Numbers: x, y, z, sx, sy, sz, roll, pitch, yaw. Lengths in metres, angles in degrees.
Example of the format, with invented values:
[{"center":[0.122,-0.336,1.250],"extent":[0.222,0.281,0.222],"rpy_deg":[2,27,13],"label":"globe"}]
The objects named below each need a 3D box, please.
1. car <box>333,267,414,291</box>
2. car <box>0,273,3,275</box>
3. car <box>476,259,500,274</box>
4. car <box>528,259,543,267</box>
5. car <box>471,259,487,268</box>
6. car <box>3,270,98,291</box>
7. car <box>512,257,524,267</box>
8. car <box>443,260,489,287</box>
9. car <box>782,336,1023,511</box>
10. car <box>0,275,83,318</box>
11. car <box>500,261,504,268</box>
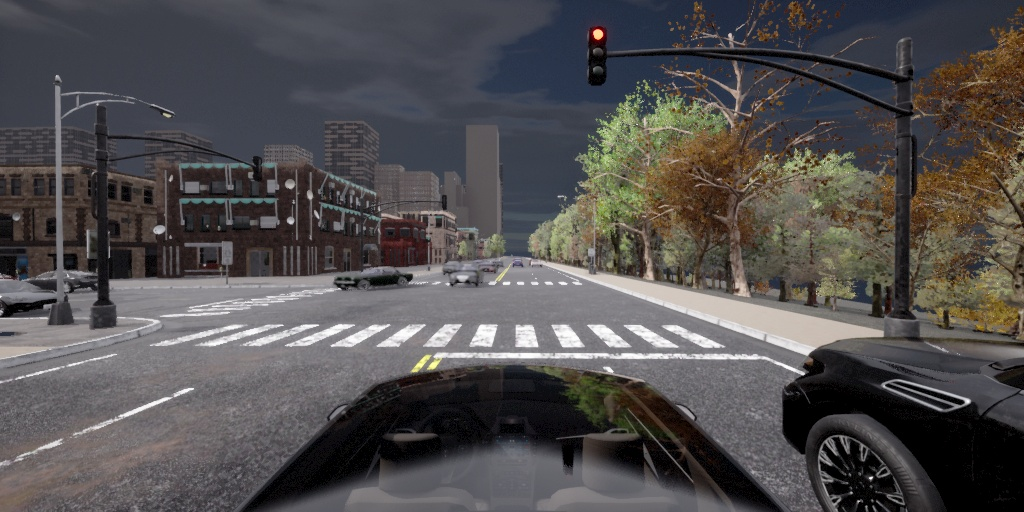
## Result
[{"center":[-8.397,1.354,22.063],"extent":[1.895,1.301,4.718],"rpy_deg":[-1,0,29],"label":"car"},{"center":[-33.486,1.654,22.424],"extent":[4.207,1.307,1.802],"rpy_deg":[0,0,1],"label":"car"},{"center":[-2.722,1.301,39.910],"extent":[1.994,1.385,4.181],"rpy_deg":[0,0,1],"label":"car"},{"center":[4.386,1.327,64.080],"extent":[1.895,1.301,4.718],"rpy_deg":[0,0,1],"label":"car"},{"center":[-5.573,1.275,61.489],"extent":[2.033,1.411,5.357],"rpy_deg":[0,0,1],"label":"car"},{"center":[-27.951,1.560,22.324],"extent":[4.403,1.370,2.007],"rpy_deg":[0,0,1],"label":"car"},{"center":[1.026,1.252,63.751],"extent":[1.812,1.442,4.674],"rpy_deg":[0,0,1],"label":"car"},{"center":[-2.984,1.236,24.305],"extent":[2.128,1.511,4.902],"rpy_deg":[0,0,1],"label":"car"},{"center":[3.321,0.972,0.625],"extent":[2.150,2.045,5.566],"rpy_deg":[0,0,1],"label":"car"},{"center":[-19.762,1.565,13.673],"extent":[4.313,1.339,1.948],"rpy_deg":[0,0,1],"label":"car"},{"center":[-2.384,1.293,58.637],"extent":[1.994,1.385,4.181],"rpy_deg":[0,0,1],"label":"car"}]
